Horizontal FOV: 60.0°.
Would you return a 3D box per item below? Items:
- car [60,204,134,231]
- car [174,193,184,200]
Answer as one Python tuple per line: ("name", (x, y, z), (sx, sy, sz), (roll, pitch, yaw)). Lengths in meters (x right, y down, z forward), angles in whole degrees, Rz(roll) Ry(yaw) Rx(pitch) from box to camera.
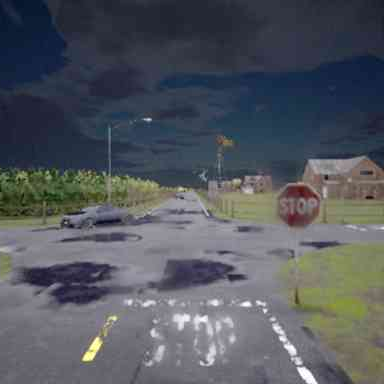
("car", (-5.476, 1.429, 19.541), (1.994, 1.385, 4.181), (1, 2, 42))
("car", (-2.738, 0.898, 70.399), (2.033, 1.411, 5.357), (0, 0, 0))
